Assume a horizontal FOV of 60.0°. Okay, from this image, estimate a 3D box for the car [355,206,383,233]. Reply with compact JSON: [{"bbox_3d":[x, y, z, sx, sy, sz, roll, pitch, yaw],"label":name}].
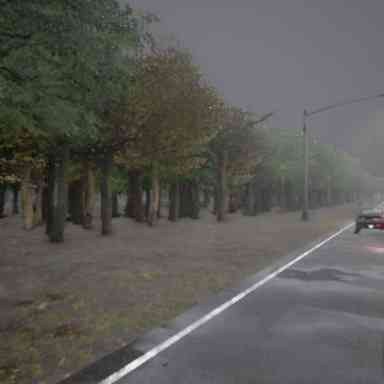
[{"bbox_3d":[11.743,1.832,21.553,1.837,1.490,4.892,0,-2,31],"label":"car"}]
